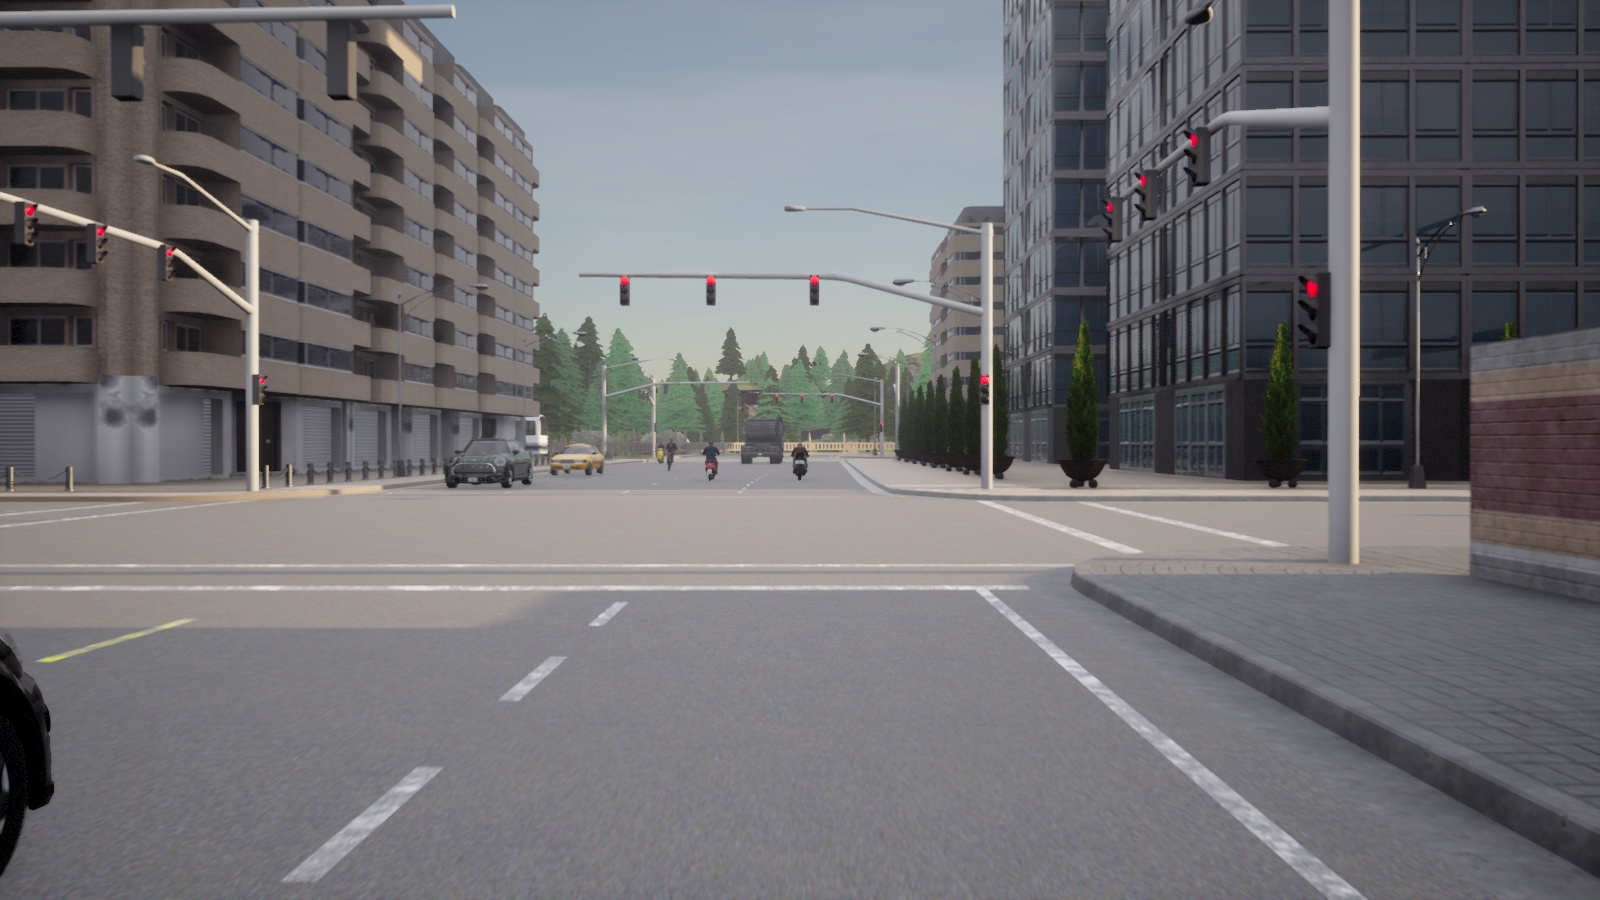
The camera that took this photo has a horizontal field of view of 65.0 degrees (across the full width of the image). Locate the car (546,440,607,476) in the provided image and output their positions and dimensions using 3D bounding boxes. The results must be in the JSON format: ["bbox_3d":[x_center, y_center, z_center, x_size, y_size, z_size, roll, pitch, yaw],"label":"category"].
[{"bbox_3d":[-10.358,0.347,58.644,1.801,1.575,5.366,0,0,1],"label":"car"}]

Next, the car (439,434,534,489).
[{"bbox_3d":[-10.568,0.356,42.709,2.097,1.767,4.553,0,0,0],"label":"car"}]

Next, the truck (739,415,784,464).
[{"bbox_3d":[-2.752,-0.755,91.876,2.891,3.462,7.936,0,0,1],"label":"truck"}]

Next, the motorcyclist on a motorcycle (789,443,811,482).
[{"bbox_3d":[0.010,0.494,51.068,0.866,1.530,2.191,0,0,1],"label":"motorcyclist on a motorcycle"}]

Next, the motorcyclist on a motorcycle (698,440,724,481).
[{"bbox_3d":[-3.507,0.417,49.722,0.866,1.590,1.817,0,0,1],"label":"motorcyclist on a motorcycle"}]

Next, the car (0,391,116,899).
[{"bbox_3d":[-3.469,0.627,2.659,1.851,1.617,3.988,0,0,0],"label":"car"}]
